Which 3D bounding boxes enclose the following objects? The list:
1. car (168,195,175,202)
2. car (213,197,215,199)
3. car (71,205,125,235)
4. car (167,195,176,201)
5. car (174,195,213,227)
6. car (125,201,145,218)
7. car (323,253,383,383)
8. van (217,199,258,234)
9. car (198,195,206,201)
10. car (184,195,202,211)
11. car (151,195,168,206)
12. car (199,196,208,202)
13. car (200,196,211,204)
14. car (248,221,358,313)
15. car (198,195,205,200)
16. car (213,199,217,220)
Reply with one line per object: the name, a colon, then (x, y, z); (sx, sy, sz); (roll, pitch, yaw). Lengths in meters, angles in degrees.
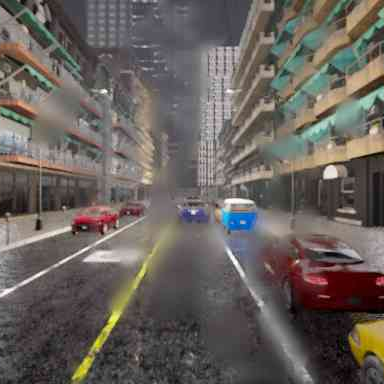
car: (-5.306, 1.374, 69.893); (1.967, 1.590, 4.097); (0, 0, 0)
car: (2.574, 1.380, 47.141); (1.967, 1.590, 4.097); (0, 0, 0)
car: (-5.309, 1.515, 18.684); (1.887, 1.381, 4.507); (0, 0, 0)
car: (-5.306, 1.507, 86.963); (1.947, 1.339, 4.313); (0, 0, 0)
car: (0.101, 1.317, 22.729); (2.097, 1.767, 4.553); (0, 0, 0)
car: (-5.308, 1.500, 30.064); (1.887, 1.381, 4.507); (0, 0, 0)
car: (2.571, 1.522, 1.794); (1.752, 1.417, 4.829); (0, 0, 0)
van: (2.574, 1.311, 18.693); (1.690, 1.788, 3.998); (0, 0, 0)
car: (2.574, 1.507, 86.969); (1.947, 1.339, 4.313); (0, 0, 0)
car: (0.103, 1.297, 41.463); (2.097, 1.767, 4.553); (0, 0, 0)
car: (-5.306, 1.377, 52.823); (1.967, 1.590, 4.097); (0, 0, 0)
car: (2.574, 1.517, 75.589); (1.802, 1.307, 4.206); (0, 0, 0)
car: (2.573, 1.516, 64.211); (1.802, 1.307, 4.206); (0, 0, 0)
car: (2.571, 1.569, 7.314); (1.802, 1.307, 4.206); (0, 0, 0)
car: (2.575, 1.473, 92.830); (1.752, 1.417, 4.829); (0, 0, 0)
car: (2.572, 1.488, 24.553); (1.752, 1.417, 4.829); (0, 0, 0)
